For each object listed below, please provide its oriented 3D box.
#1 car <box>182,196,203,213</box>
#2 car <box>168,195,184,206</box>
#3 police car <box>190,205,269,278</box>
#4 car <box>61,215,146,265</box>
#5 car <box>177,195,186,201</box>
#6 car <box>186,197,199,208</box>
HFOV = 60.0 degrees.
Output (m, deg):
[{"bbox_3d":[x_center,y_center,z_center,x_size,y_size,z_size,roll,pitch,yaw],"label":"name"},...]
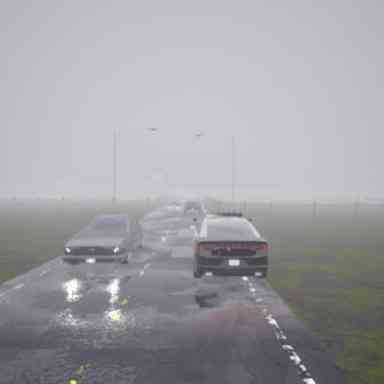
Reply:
[{"bbox_3d":[0.117,1.484,37.164,1.837,1.490,4.892,0,0,0],"label":"car"},{"bbox_3d":[-2.772,1.512,52.582,2.033,1.411,5.357,0,0,0],"label":"car"},{"bbox_3d":[0.976,1.421,10.244,1.930,1.638,5.238,0,0,0],"label":"police car"},{"bbox_3d":[-2.832,1.542,11.966,2.033,1.411,5.357,0,0,0],"label":"car"},{"bbox_3d":[-2.635,1.494,84.315,1.994,1.385,4.181,0,0,0],"label":"car"},{"bbox_3d":[0.093,1.494,48.625,1.812,1.442,4.674,0,0,1],"label":"car"}]
